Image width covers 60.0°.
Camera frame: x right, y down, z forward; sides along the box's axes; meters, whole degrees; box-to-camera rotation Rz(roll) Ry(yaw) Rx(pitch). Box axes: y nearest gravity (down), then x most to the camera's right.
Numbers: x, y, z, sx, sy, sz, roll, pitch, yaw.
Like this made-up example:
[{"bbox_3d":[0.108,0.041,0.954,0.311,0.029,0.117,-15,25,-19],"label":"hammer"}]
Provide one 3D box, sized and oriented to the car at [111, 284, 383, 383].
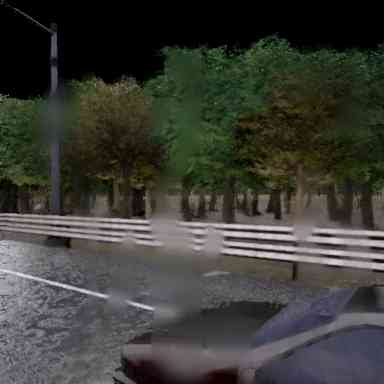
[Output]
[{"bbox_3d":[1.783,1.548,2.593,5.357,1.411,2.033,-1,-1,36],"label":"car"}]
